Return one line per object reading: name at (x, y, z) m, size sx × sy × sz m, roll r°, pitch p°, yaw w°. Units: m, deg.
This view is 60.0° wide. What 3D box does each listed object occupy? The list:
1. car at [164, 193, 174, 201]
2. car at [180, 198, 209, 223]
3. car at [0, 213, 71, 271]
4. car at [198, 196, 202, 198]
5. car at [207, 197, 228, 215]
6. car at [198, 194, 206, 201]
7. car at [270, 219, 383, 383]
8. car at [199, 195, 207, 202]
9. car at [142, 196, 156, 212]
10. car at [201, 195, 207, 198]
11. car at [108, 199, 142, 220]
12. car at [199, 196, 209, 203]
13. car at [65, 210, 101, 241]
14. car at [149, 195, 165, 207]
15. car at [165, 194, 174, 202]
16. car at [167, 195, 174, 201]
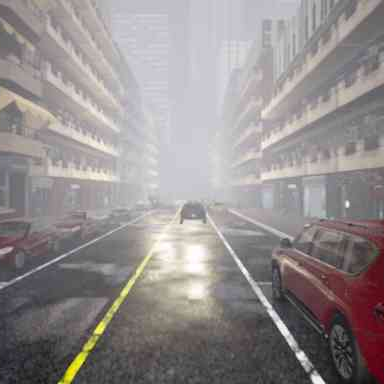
car at (-5.757, 1.316, 83.680) m, size 2.192 × 1.841 × 5.009 m, roll -1°, pitch 0°, yaw 0°
car at (0.083, 1.476, 25.703) m, size 1.882 × 1.535 × 5.008 m, roll 0°, pitch 0°, yaw 0°
car at (-5.707, 1.581, 10.852) m, size 1.802 × 1.307 × 4.206 m, roll -1°, pitch 0°, yaw 0°
car at (0.070, 1.562, 45.899) m, size 1.994 × 1.385 × 4.181 m, roll 0°, pitch 0°, yaw 0°
car at (2.658, 1.524, 33.407) m, size 1.752 × 1.417 × 4.829 m, roll -1°, pitch 0°, yaw 0°
car at (2.622, 1.442, 89.258) m, size 1.967 × 1.590 × 4.097 m, roll -1°, pitch 0°, yaw 0°
car at (2.673, 1.315, 5.227) m, size 2.192 × 1.841 × 5.009 m, roll -1°, pitch 0°, yaw 0°
car at (2.630, 1.526, 78.224) m, size 1.752 × 1.417 × 4.829 m, roll -1°, pitch 0°, yaw 0°
car at (-5.725, 1.549, 38.863) m, size 2.008 × 1.369 × 4.403 m, roll -1°, pitch 0°, yaw 0°
car at (2.649, 1.439, 44.441) m, size 1.967 × 1.590 × 4.097 m, roll -1°, pitch 0°, yaw 0°
car at (-5.718, 1.549, 27.659) m, size 2.008 × 1.369 × 4.403 m, roll -1°, pitch 0°, yaw 0°
car at (2.633, 1.551, 72.452) m, size 2.008 × 1.369 × 4.403 m, roll -1°, pitch 0°, yaw 0°
car at (-5.711, 1.581, 16.455) m, size 1.802 × 1.307 × 4.206 m, roll -1°, pitch 0°, yaw 0°
car at (-5.736, 1.314, 50.067) m, size 2.192 × 1.841 × 5.009 m, roll -1°, pitch 0°, yaw 0°
car at (-5.750, 1.551, 78.077) m, size 2.008 × 1.369 × 4.403 m, roll -1°, pitch 0°, yaw 0°
car at (-5.757, 1.584, 89.281) m, size 1.802 × 1.307 × 4.206 m, roll -1°, pitch 0°, yaw 0°
